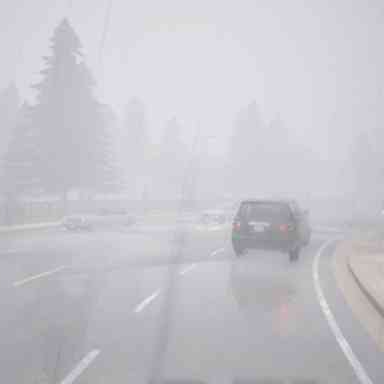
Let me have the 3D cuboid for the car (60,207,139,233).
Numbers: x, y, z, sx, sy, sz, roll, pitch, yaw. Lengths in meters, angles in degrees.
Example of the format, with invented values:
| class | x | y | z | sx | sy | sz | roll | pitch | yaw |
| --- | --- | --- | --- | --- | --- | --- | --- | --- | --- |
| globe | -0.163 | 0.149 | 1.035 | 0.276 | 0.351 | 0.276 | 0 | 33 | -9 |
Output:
| class | x | y | z | sx | sy | sz | roll | pitch | yaw |
| --- | --- | --- | --- | --- | --- | --- | --- | --- | --- |
| car | -5.275 | 1.551 | 19.538 | 1.895 | 1.301 | 4.718 | 1 | 0 | 29 |

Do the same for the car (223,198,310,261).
| class | x | y | z | sx | sy | sz | roll | pitch | yaw |
| --- | --- | --- | --- | --- | --- | --- | --- | --- | --- |
| car | 3.191 | 1.253 | 12.816 | 2.150 | 2.045 | 5.566 | 0 | 0 | 24 |

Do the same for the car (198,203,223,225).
| class | x | y | z | sx | sy | sz | roll | pitch | yaw |
| --- | --- | --- | --- | --- | --- | --- | --- | --- | --- |
| car | 2.427 | 1.551 | 24.628 | 1.812 | 1.442 | 4.674 | 0 | 0 | 41 |

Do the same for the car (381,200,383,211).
| class | x | y | z | sx | sy | sz | roll | pitch | yaw |
| --- | --- | --- | --- | --- | --- | --- | --- | --- | --- |
| car | 28.589 | 1.821 | 45.931 | 4.892 | 1.490 | 1.837 | 1 | 0 | -27 |
